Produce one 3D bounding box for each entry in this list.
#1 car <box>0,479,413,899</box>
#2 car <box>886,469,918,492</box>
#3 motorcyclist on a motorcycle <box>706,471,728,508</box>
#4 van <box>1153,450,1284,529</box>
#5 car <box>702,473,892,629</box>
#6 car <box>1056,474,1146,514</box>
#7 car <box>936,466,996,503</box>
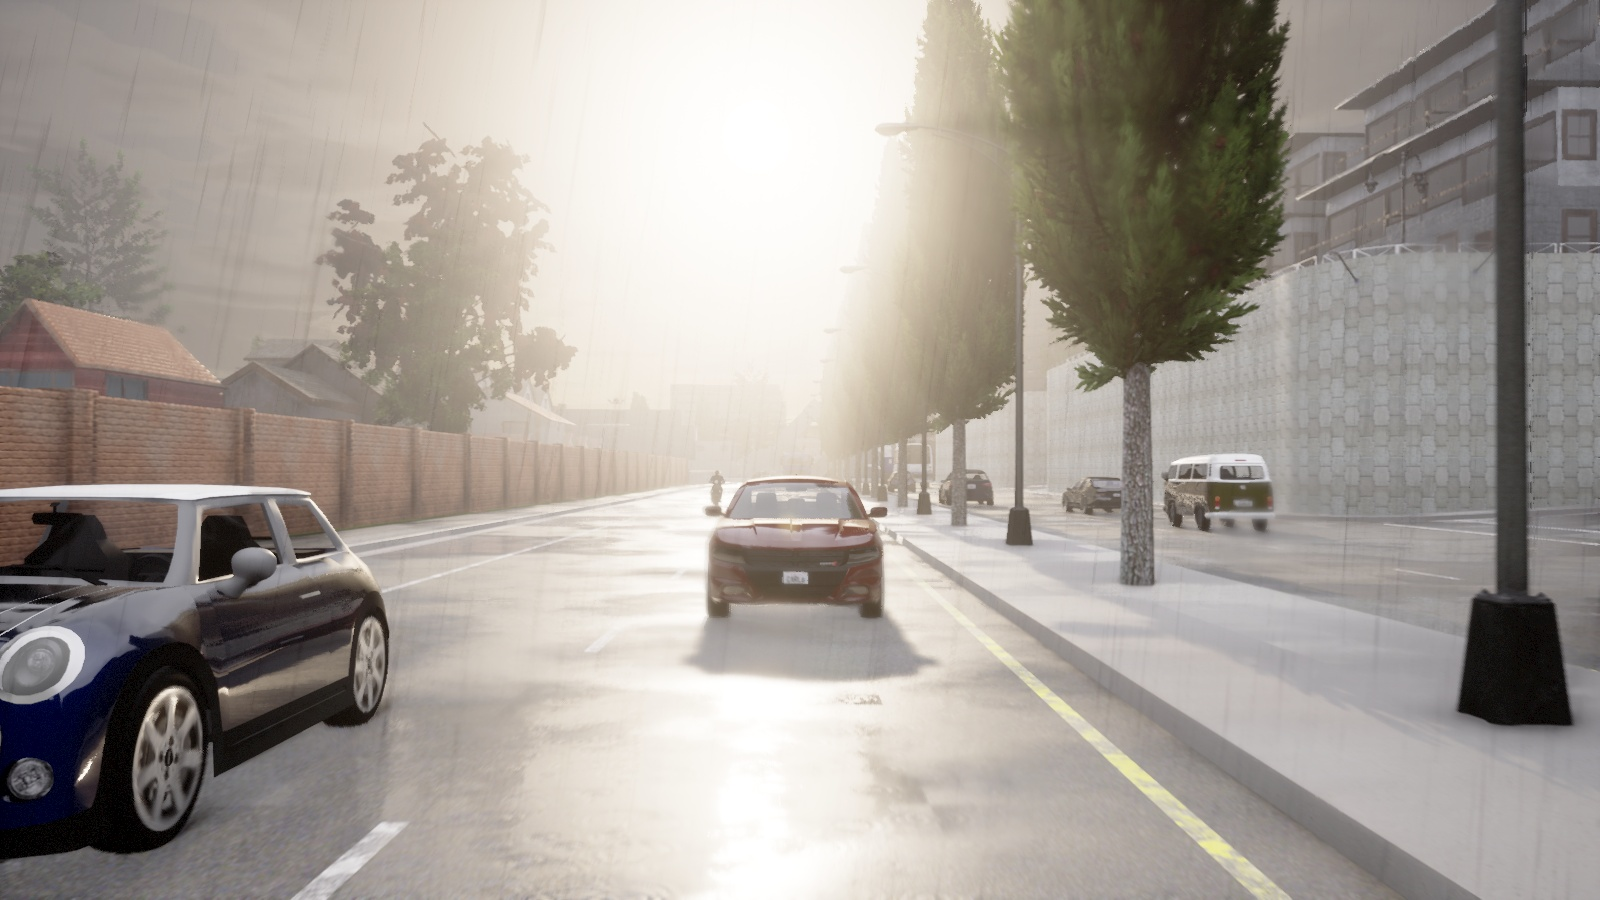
[{"bbox_3d":[-3.516,0.900,6.315,1.970,1.475,3.806,0,-1,0],"label":"car"},{"bbox_3d":[7.766,2.308,96.280,2.033,1.649,4.856,-1,0,0],"label":"car"},{"bbox_3d":[-3.634,1.706,55.131,0.866,1.590,1.817,0,-1,0],"label":"motorcyclist on a motorcycle"},{"bbox_3d":[11.414,1.058,34.589,2.069,2.038,4.480,0,-1,0],"label":"van"},{"bbox_3d":[-0.036,1.043,14.962,1.882,1.535,5.008,0,-1,0],"label":"car"},{"bbox_3d":[11.363,1.617,47.783,2.033,1.411,5.357,0,-1,-1],"label":"car"},{"bbox_3d":[7.855,1.628,59.743,2.242,1.667,4.611,0,-1,0],"label":"car"}]
